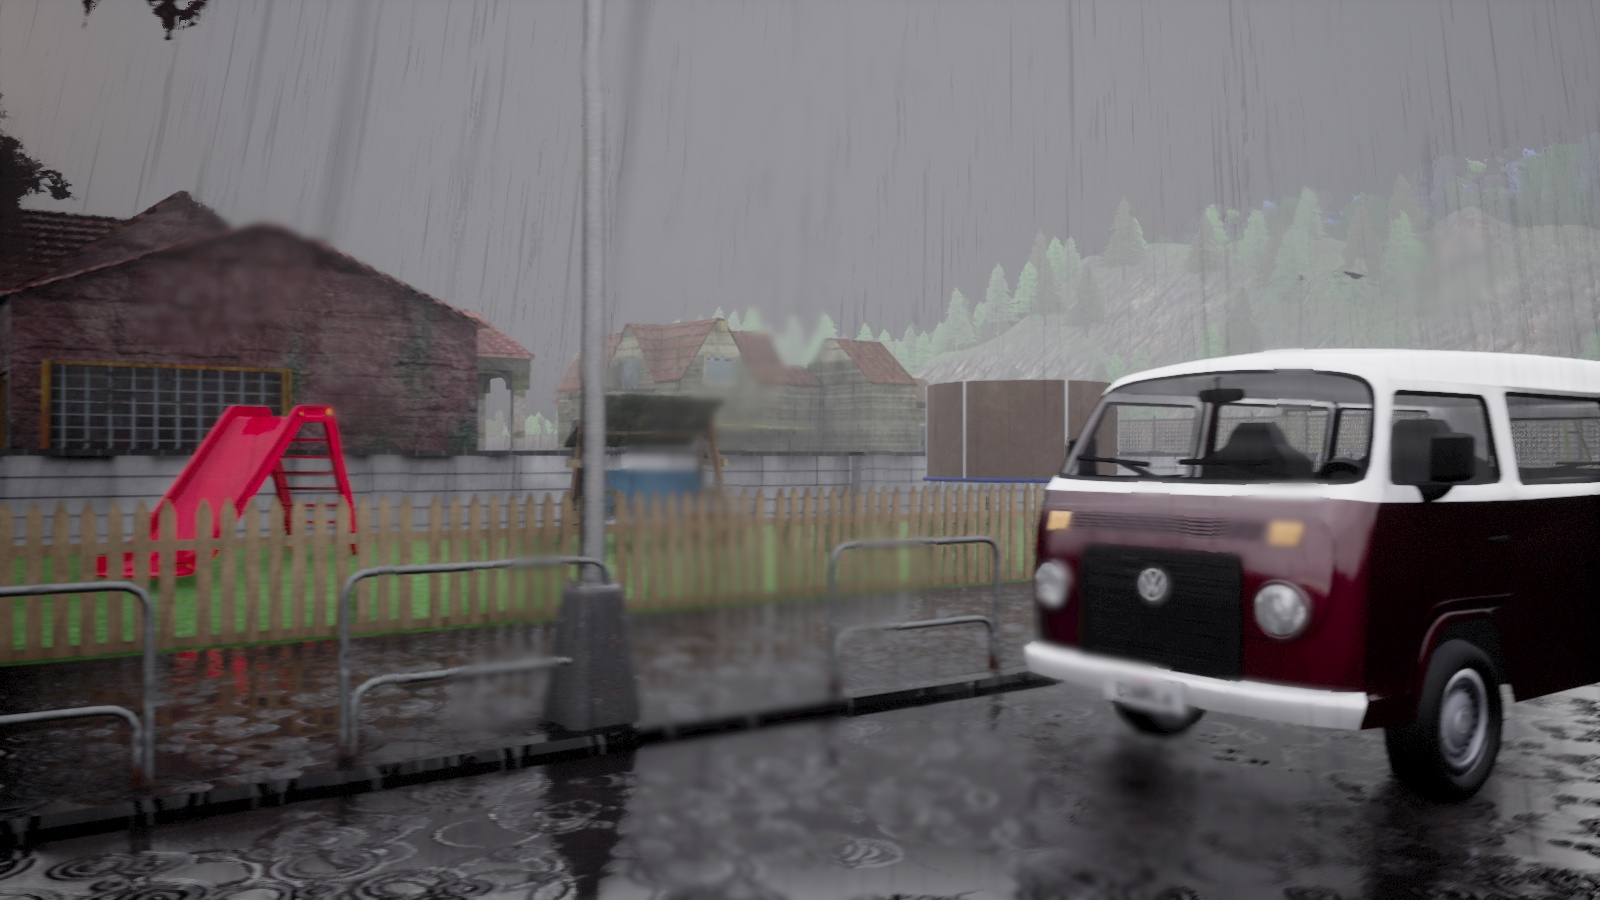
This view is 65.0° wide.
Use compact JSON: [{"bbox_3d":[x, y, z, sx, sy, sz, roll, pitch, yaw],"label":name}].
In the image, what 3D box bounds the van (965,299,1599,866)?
[{"bbox_3d":[3.233,0.478,6.673,4.480,2.038,2.069,0,0,-36],"label":"van"}]
